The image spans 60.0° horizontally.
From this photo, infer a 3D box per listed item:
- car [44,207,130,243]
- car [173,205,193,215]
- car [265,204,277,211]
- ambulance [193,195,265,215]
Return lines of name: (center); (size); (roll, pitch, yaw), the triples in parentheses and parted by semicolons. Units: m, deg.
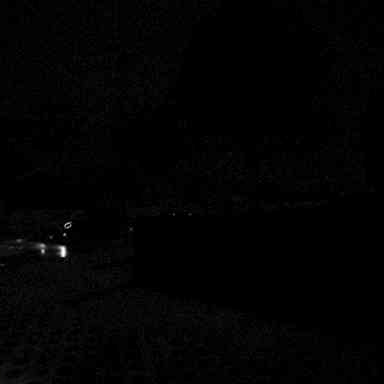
car: (-5.573, 1.655, 18.063); (2.097, 1.767, 4.553); (-1, -2, 35)
car: (0.286, 1.819, 26.442); (2.097, 1.767, 4.553); (-1, -2, 35)
car: (8.062, 2.177, 37.396); (1.837, 1.490, 4.892); (-1, -1, 36)
ambulance: (3.026, 1.460, 25.413); (2.351, 2.431, 6.366); (-1, -2, 35)
